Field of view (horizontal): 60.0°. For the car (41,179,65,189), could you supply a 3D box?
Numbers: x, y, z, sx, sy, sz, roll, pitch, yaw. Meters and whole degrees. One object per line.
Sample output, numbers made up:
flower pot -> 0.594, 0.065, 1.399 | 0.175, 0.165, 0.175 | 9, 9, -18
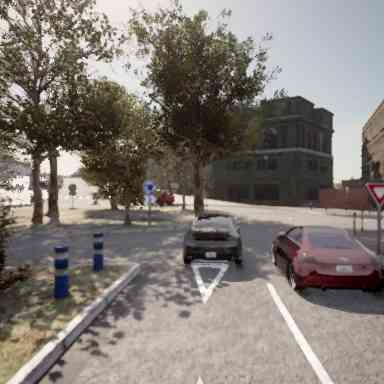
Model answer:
car -> -33.006, -1.572, 77.790 | 4.792, 1.488, 2.163 | -3, 6, -37

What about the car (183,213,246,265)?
car -> 0.830, 1.513, 11.845 | 1.837, 1.490, 4.892 | 0, 1, 7

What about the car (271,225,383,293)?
car -> 3.377, 1.576, 8.982 | 1.994, 1.385, 4.181 | 0, 0, 5

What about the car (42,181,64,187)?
car -> -34.824, -2.044, 83.410 | 4.674, 1.452, 2.002 | -3, 6, -38

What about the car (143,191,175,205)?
car -> -4.928, 0.815, 46.288 | 5.566, 2.045, 2.150 | 0, 1, 35
